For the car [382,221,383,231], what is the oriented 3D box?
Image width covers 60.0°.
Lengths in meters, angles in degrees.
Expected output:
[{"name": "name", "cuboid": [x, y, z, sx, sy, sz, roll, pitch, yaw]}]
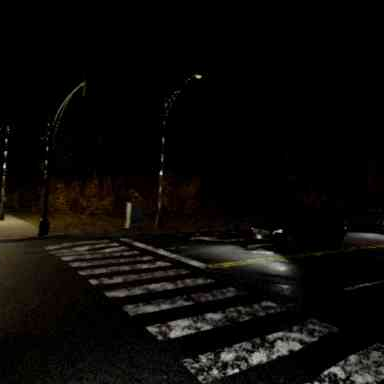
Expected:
[{"name": "car", "cuboid": [12.971, 1.652, 19.318, 4.674, 1.442, 1.812, 1, -1, -33]}]

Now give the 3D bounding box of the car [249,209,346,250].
[{"name": "car", "cuboid": [4.504, 1.461, 13.834, 4.674, 1.442, 1.812, 1, -1, -33]}]
